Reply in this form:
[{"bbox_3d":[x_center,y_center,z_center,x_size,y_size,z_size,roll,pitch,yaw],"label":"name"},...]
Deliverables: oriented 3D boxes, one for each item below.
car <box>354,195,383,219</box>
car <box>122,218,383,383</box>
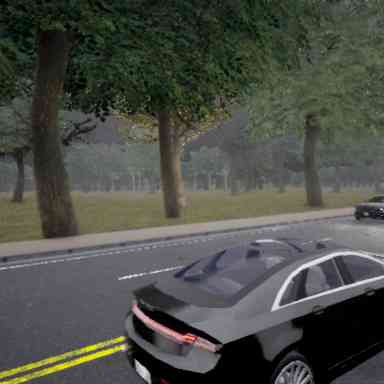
[{"bbox_3d":[11.753,0.888,20.061,5.008,1.535,1.882,-2,1,-35],"label":"car"},{"bbox_3d":[1.504,1.388,4.513,4.902,1.511,2.128,-2,1,-36],"label":"car"}]
